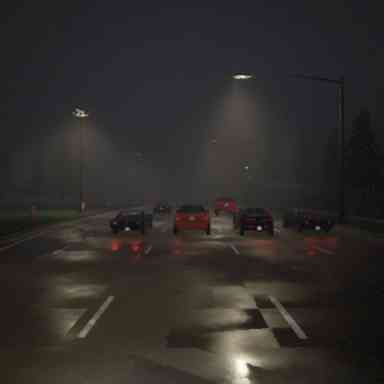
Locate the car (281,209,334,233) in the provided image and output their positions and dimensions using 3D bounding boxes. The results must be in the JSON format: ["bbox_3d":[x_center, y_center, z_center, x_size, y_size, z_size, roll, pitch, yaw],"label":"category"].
[{"bbox_3d":[7.014,1.734,20.757,1.895,1.301,4.718,0,0,0],"label":"car"}]

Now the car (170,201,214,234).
[{"bbox_3d":[0.012,1.482,20.321,2.097,1.767,4.553,0,0,0],"label":"car"}]

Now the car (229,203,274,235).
[{"bbox_3d":[3.508,1.632,19.685,1.837,1.490,4.892,0,0,0],"label":"car"}]

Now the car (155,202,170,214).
[{"bbox_3d":[-3.427,1.817,39.405,1.994,1.385,4.181,0,0,0],"label":"car"}]

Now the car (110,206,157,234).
[{"bbox_3d":[-3.491,1.731,20.178,1.895,1.301,4.718,0,0,0],"label":"car"}]

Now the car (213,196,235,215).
[{"bbox_3d":[3.562,1.461,37.028,2.150,2.045,5.566,0,0,0],"label":"car"}]

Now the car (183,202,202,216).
[{"bbox_3d":[0.058,1.834,36.338,1.895,1.301,4.718,0,0,0],"label":"car"}]

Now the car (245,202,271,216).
[{"bbox_3d":[7.056,1.831,35.979,1.895,1.301,4.718,0,0,0],"label":"car"}]
